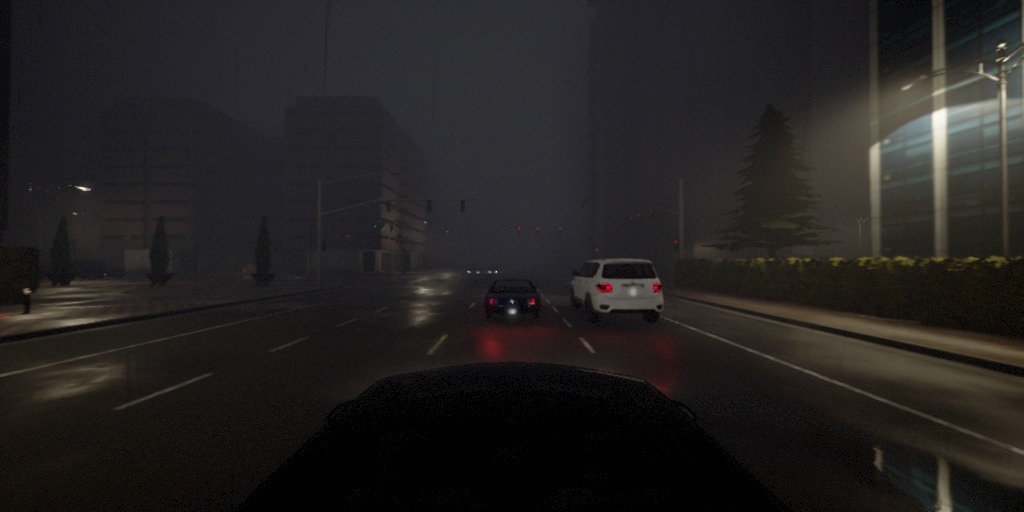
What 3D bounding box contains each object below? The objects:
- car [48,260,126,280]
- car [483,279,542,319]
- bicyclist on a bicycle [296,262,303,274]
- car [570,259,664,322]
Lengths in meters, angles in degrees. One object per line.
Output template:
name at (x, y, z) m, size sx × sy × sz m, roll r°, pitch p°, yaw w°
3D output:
car at (-42.844, 1.406, 36.493) m, size 5.566 × 2.045 × 2.150 m, roll 0°, pitch -1°, yaw 1°
car at (0.037, 1.500, 13.561) m, size 1.895 × 1.301 × 4.718 m, roll 0°, pitch -1°, yaw 1°
bicyclist on a bicycle at (-28.631, 1.635, 48.321) m, size 0.582 × 1.620 × 1.656 m, roll 0°, pitch 0°, yaw 1°
car at (3.532, 1.116, 13.055) m, size 2.150 × 2.045 × 5.566 m, roll 0°, pitch 0°, yaw 1°
